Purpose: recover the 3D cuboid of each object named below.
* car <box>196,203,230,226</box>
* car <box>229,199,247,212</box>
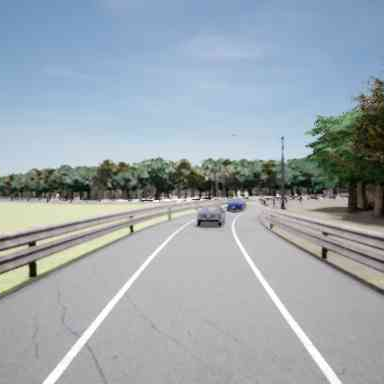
[{"bbox_3d":[1.522,1.739,25.605,2.033,1.411,5.357,0,0,10],"label":"car"},{"bbox_3d":[6.018,1.713,43.993,1.882,1.535,5.008,0,0,19],"label":"car"}]
